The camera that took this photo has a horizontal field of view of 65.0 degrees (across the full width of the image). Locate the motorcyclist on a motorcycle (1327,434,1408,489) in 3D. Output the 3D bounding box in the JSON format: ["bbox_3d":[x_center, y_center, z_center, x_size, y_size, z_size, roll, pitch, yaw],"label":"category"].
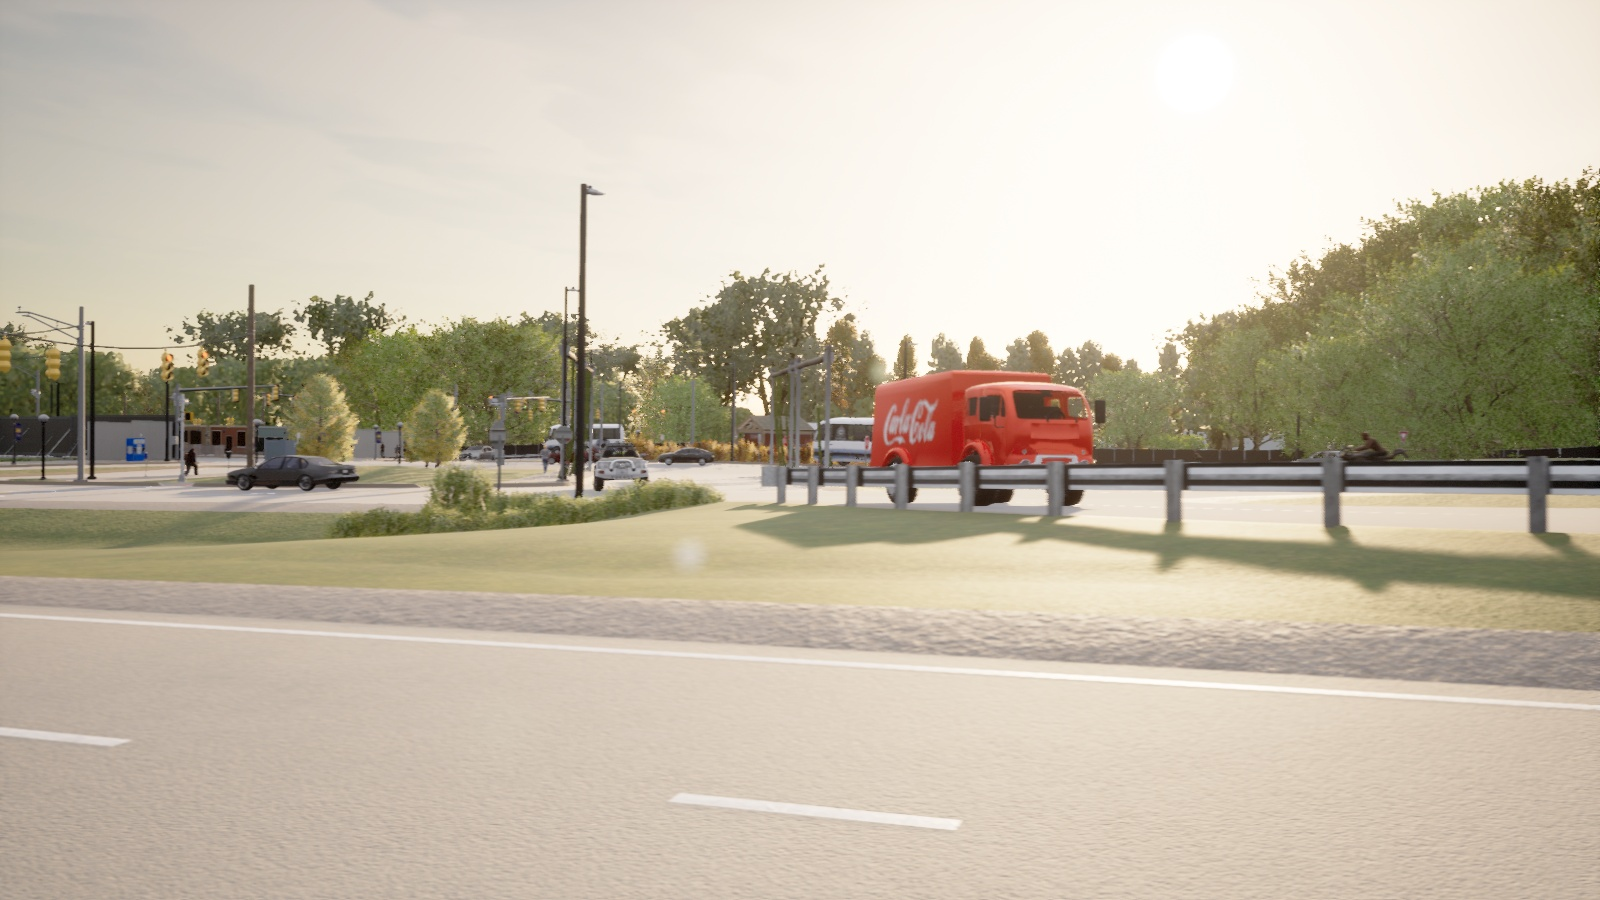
[{"bbox_3d":[16.456,0.342,36.482,2.044,1.523,0.797,-2,0,19],"label":"motorcyclist on a motorcycle"}]

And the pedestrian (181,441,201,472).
[{"bbox_3d":[-37.157,0.415,76.634,0.634,1.844,0.899,2,1,19],"label":"pedestrian"}]

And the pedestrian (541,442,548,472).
[{"bbox_3d":[-15.987,0.411,78.490,0.354,1.836,0.706,1,1,-8],"label":"pedestrian"}]

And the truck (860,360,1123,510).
[{"bbox_3d":[3.383,-0.172,23.477,2.627,2.467,5.204,1,-2,-21],"label":"truck"}]

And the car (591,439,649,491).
[{"bbox_3d":[-6.802,0.553,47.125,1.932,1.855,4.605,0,0,-11],"label":"car"}]

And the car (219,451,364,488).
[{"bbox_3d":[-20.469,0.753,50.560,5.357,1.411,2.033,0,1,18],"label":"car"}]

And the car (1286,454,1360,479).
[{"bbox_3d":[32.275,1.039,77.520,1.970,1.475,3.806,1,-2,-29],"label":"car"}]
